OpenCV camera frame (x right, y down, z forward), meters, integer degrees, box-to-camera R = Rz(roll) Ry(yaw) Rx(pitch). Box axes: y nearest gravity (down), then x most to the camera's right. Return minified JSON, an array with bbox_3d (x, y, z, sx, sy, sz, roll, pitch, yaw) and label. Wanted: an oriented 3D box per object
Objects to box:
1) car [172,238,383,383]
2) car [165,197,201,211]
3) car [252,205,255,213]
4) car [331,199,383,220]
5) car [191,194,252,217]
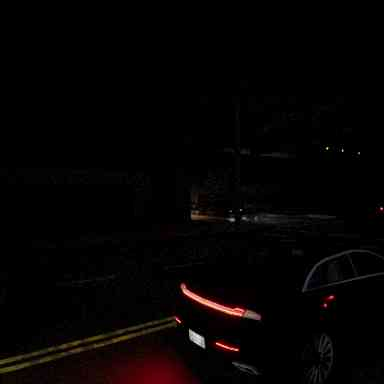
[{"bbox_3d":[2.031,1.492,5.279,4.902,1.511,2.128,0,0,-35],"label":"car"},{"bbox_3d":[-1.215,1.492,42.289,2.128,1.511,4.902,0,0,-37],"label":"car"},{"bbox_3d":[4.325,1.478,34.869,1.882,1.535,5.008,0,0,-37],"label":"car"},{"bbox_3d":[14.150,1.352,28.024,2.097,1.767,4.553,0,0,-38],"label":"car"},{"bbox_3d":[2.607,1.221,31.326,2.150,2.045,5.566,0,0,-36],"label":"car"}]
